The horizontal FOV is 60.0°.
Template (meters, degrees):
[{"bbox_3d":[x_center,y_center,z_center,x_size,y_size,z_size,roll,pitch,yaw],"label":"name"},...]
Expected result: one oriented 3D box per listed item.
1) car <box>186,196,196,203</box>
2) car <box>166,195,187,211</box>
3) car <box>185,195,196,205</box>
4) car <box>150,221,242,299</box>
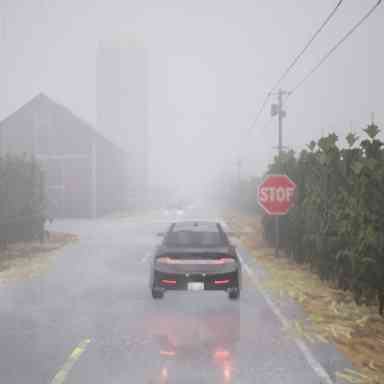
[{"bbox_3d":[-0.162,1.536,71.237,1.895,1.301,4.718,0,0,1],"label":"car"},{"bbox_3d":[-2.060,1.499,41.075,1.812,1.442,4.674,0,0,4],"label":"car"},{"bbox_3d":[-0.899,1.314,56.228,2.097,1.767,4.553,0,0,4],"label":"car"},{"bbox_3d":[0.097,1.486,8.415,2.128,1.511,4.902,0,0,1],"label":"car"}]
